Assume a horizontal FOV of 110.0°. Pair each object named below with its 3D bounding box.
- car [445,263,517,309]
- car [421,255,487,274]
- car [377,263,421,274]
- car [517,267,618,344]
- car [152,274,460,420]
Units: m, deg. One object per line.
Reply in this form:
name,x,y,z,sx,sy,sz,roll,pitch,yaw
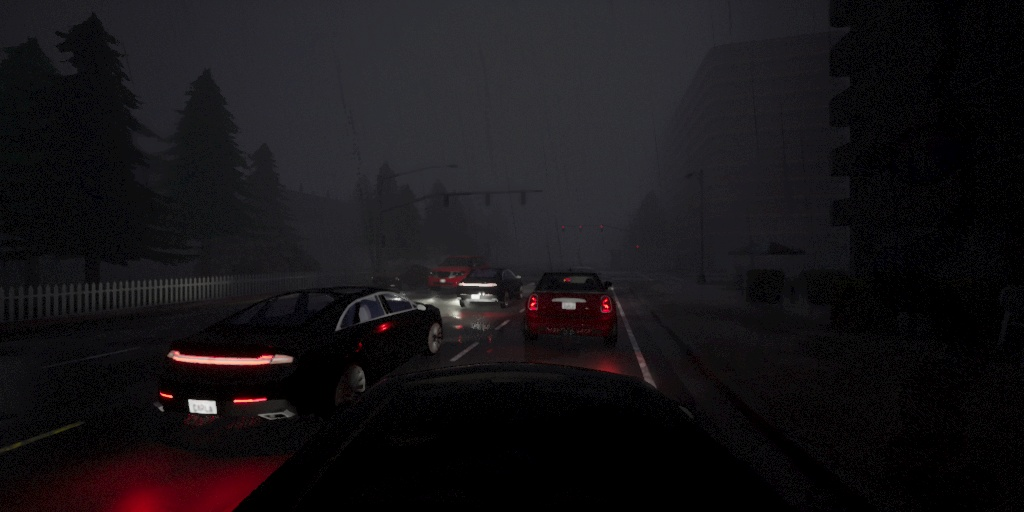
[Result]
car,-0.767,1.233,15.074,2.128,1.511,4.902,0,0,13
car,-2.981,0.958,21.538,2.150,2.045,5.566,0,0,14
car,-6.519,1.215,21.829,1.882,1.535,5.008,0,0,14
car,1.659,1.096,9.852,2.097,1.767,4.553,0,0,12
car,-2.638,1.239,5.860,2.128,1.511,4.902,0,0,8
